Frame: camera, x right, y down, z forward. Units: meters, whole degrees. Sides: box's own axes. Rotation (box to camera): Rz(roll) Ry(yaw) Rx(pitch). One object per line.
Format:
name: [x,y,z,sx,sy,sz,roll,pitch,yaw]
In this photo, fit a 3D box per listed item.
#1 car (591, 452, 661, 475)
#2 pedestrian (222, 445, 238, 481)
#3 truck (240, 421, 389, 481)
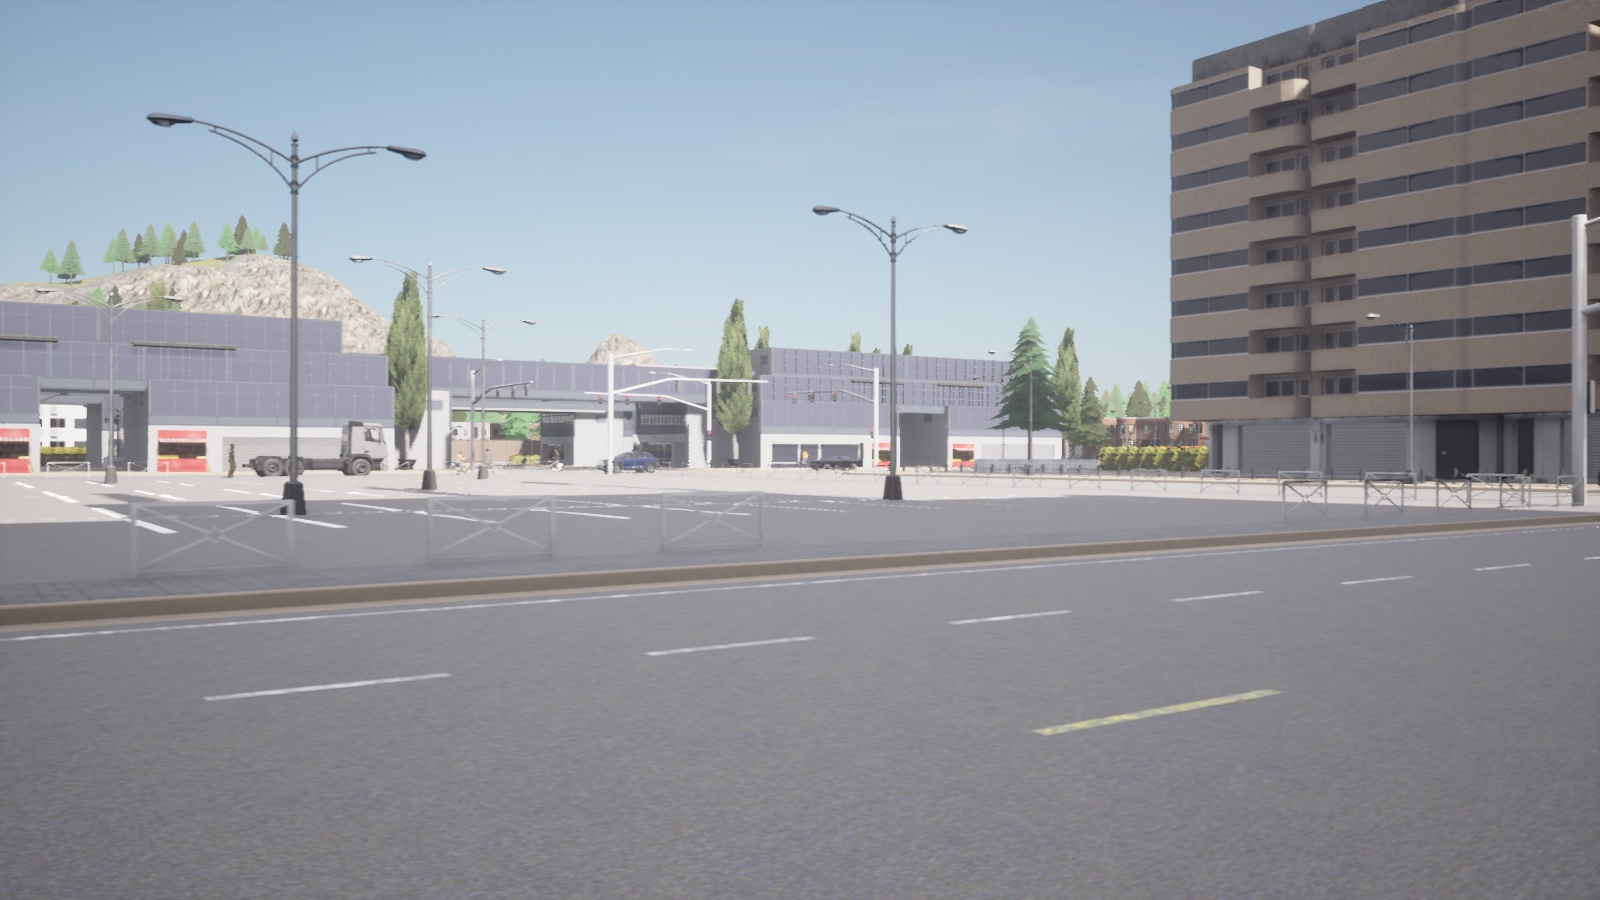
car: [-13.143,0.994,95.127,4.856,1.649,2.033,0,0,-35]
pedestrian: [-30.430,0.689,67.073,0.692,1.930,0.395,0,0,-5]
truck: [-29.222,0.069,75.712,7.936,3.462,2.891,0,0,-33]
